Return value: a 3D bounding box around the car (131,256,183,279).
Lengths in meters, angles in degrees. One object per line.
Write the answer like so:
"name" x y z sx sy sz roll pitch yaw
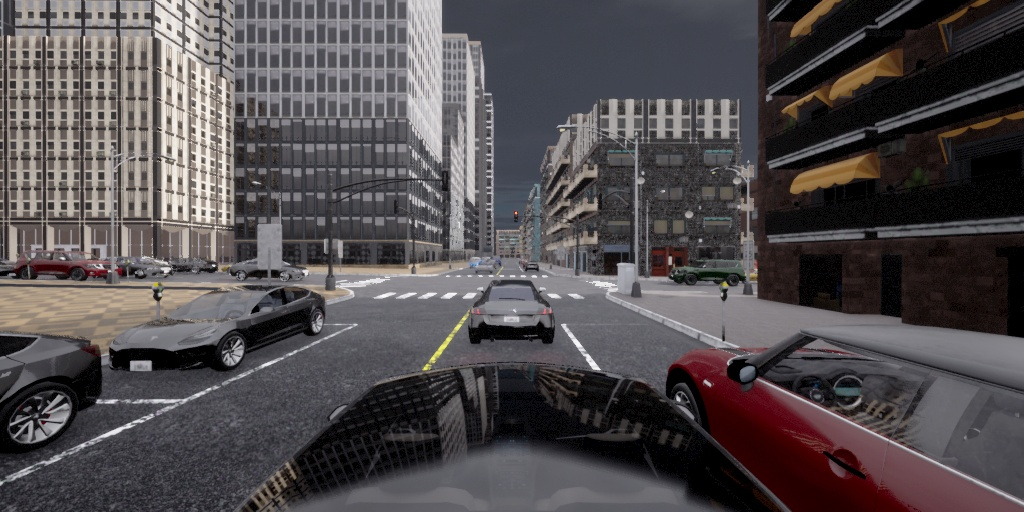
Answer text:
"car" -26.360 0.780 24.802 4.902 1.511 2.128 1 0 -1

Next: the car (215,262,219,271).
"car" -22.117 0.880 30.739 4.829 1.417 1.751 0 0 -1

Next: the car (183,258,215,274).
"car" -27.561 0.816 30.575 4.313 1.339 1.948 0 0 -1

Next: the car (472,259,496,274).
"car" -3.202 1.353 41.929 1.895 1.301 4.718 0 0 0

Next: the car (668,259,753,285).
"car" 15.514 1.290 28.581 5.566 2.045 2.150 1 0 -1

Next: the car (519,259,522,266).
"car" 2.548 1.301 57.318 1.888 1.381 4.507 0 0 0

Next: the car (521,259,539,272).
"car" 2.575 1.319 47.351 1.948 1.339 4.313 0 0 0

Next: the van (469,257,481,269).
"van" -5.833 1.097 57.295 1.690 1.789 3.998 0 0 0

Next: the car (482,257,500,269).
"car" -3.226 1.261 54.378 1.837 1.490 4.892 0 0 0

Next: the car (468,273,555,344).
"car" -0.015 1.314 9.616 1.994 1.385 4.181 0 0 0

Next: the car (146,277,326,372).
"car" -5.702 1.315 7.684 1.948 1.339 4.313 0 0 0

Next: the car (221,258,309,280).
"car" -16.787 0.959 24.939 4.902 1.511 2.128 1 0 -1

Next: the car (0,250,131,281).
"car" -27.436 0.591 22.195 5.009 1.841 2.192 0 0 -1

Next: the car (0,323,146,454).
"car" -5.688 1.316 2.437 1.948 1.339 4.313 0 0 0

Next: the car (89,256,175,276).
"car" -29.522 0.746 27.949 4.674 1.442 1.812 1 0 -1

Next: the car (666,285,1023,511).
"car" 2.693 1.190 2.460 1.967 1.591 4.097 0 0 0

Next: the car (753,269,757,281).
"car" 21.291 1.698 31.256 4.829 1.417 1.751 0 0 -1
